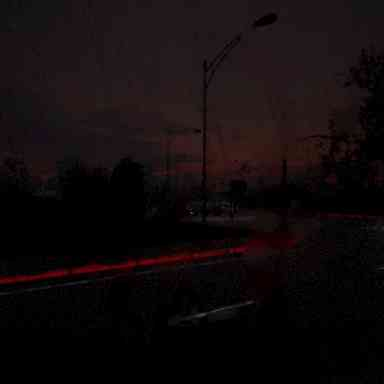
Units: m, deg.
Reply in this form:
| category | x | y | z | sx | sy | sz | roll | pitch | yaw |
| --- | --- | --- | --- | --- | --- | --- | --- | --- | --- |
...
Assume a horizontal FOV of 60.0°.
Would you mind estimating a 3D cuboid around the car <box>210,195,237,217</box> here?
| category | x | y | z | sx | sy | sz | roll | pitch | yaw |
| --- | --- | --- | --- | --- | --- | --- | --- | --- | --- |
| car | 2.059 | 1.358 | 34.084 | 2.150 | 2.045 | 5.566 | 0 | 0 | -39 |

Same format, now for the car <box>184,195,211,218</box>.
| category | x | y | z | sx | sy | sz | roll | pitch | yaw |
| --- | --- | --- | --- | --- | --- | --- | --- | --- | --- |
| car | -0.681 | 1.466 | 31.910 | 2.097 | 1.767 | 4.553 | 0 | 0 | -39 |
